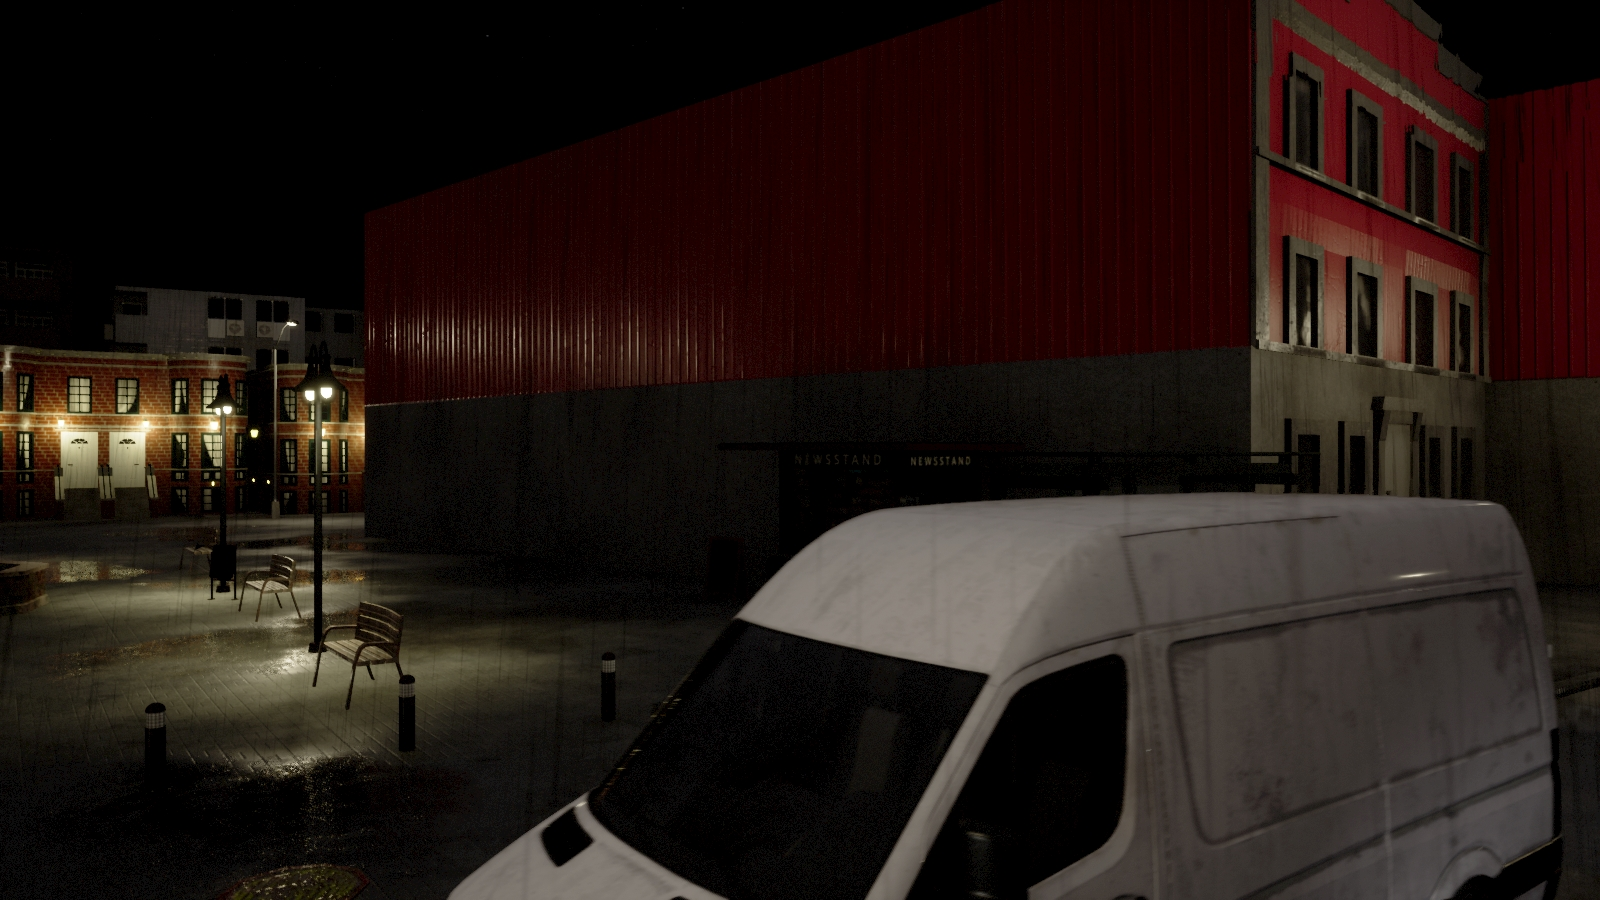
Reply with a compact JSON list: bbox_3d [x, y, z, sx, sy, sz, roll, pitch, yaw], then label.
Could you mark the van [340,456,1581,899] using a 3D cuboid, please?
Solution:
[{"bbox_3d":[1.223,1.315,5.278,5.915,2.561,1.988,0,0,-35],"label":"van"}]
